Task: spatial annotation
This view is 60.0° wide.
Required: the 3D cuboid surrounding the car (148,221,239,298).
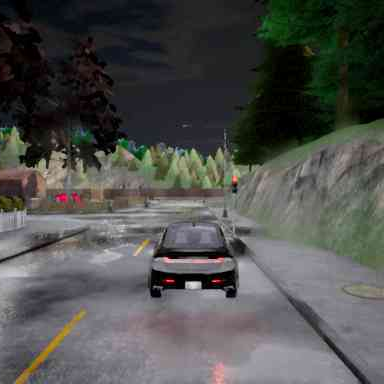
[{"bbox_3d":[0.048,1.491,8.504,2.128,1.511,4.902,0,0,1],"label":"car"}]
